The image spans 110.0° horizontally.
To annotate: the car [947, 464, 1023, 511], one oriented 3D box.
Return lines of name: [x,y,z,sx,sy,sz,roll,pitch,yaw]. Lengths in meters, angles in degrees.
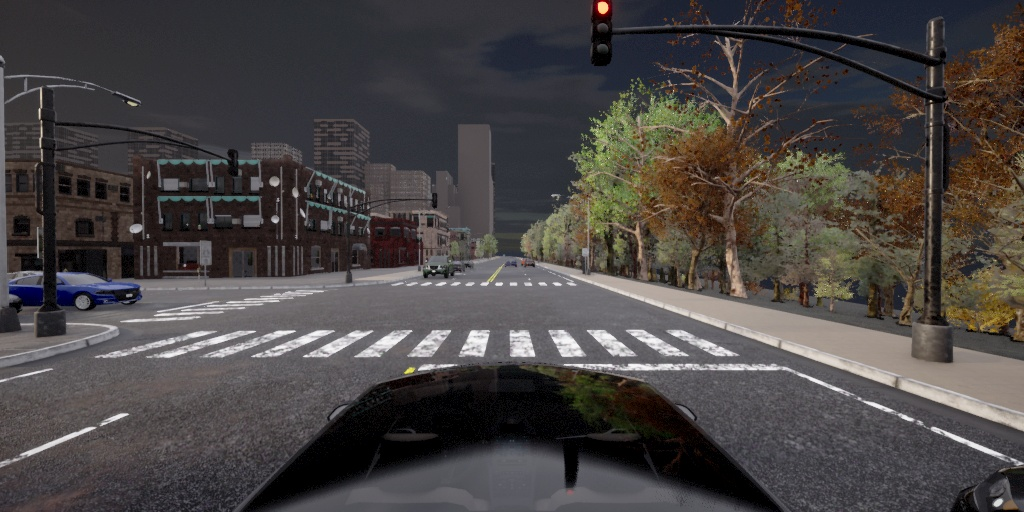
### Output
car: [3.364,1.314,0.164,1.994,1.385,4.181,0,0,-1]

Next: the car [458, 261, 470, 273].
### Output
car: [-6.811,1.283,43.923,2.033,1.411,5.357,0,0,0]

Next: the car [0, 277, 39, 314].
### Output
car: [-20.000,1.565,12.480,4.313,1.339,1.948,0,0,0]

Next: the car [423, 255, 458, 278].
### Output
car: [-6.759,0.961,33.663,2.150,2.045,5.566,0,0,0]

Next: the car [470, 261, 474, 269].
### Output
car: [-6.852,1.332,54.179,1.895,1.301,4.718,0,0,0]

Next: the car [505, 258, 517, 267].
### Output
car: [-0.214,1.078,63.986,2.097,1.767,4.553,0,0,0]

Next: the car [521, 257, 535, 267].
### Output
car: [3.041,1.232,63.203,1.837,1.490,4.892,0,0,0]

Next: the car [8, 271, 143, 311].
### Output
car: [-18.753,1.435,15.196,5.008,1.535,1.882,-1,1,-1]
